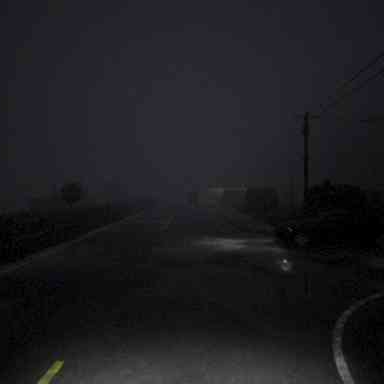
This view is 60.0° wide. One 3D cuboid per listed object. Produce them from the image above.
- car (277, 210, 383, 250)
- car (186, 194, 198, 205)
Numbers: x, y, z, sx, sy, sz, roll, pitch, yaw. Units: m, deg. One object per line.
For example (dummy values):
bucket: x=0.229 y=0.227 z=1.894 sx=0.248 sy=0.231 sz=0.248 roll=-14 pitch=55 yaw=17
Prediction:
car: x=6.155 y=1.503 z=14.085 sx=5.008 sy=1.535 sz=1.882 roll=0 pitch=0 yaw=7
car: x=0.048 y=1.470 z=56.349 sx=1.837 sy=1.490 sz=4.892 roll=0 pitch=0 yaw=0
